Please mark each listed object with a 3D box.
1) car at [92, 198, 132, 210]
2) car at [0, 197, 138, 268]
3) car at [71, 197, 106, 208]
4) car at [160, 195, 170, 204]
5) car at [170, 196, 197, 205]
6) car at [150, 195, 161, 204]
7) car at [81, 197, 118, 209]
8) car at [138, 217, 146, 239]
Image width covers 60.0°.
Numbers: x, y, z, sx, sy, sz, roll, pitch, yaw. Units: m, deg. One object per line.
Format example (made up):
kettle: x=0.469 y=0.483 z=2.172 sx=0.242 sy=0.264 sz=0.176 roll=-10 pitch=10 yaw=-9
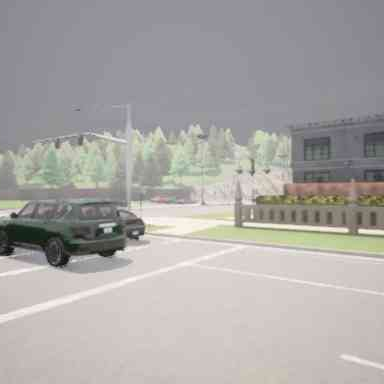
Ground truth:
car: x=-11.015 y=1.612 z=46.042 sx=2.033 sy=1.411 sz=5.357 roll=0 pitch=0 yaw=36
car: x=-4.727 y=1.243 z=11.646 sx=5.566 sy=2.045 sz=2.150 roll=0 pitch=0 yaw=36
car: x=-15.870 y=1.555 z=51.240 sx=1.882 sy=1.535 sz=5.008 roll=0 pitch=0 yaw=36
car: x=-3.154 y=1.574 z=62.674 sx=1.837 sy=1.490 sz=4.892 roll=0 pitch=0 yaw=37
car: x=-1.264 y=1.665 z=59.366 sx=1.895 sy=1.301 sz=4.718 roll=0 pitch=0 yaw=37
car: x=-6.130 y=1.430 z=64.512 sx=2.097 sy=1.767 sz=4.553 roll=0 pitch=0 yaw=37
car: x=-13.482 y=1.562 z=48.586 sx=2.128 sy=1.511 sz=4.902 roll=0 pitch=0 yaw=36
car: x=-4.279 y=1.528 z=15.956 sx=4.892 sy=1.490 sz=1.837 roll=0 pitch=1 yaw=40
